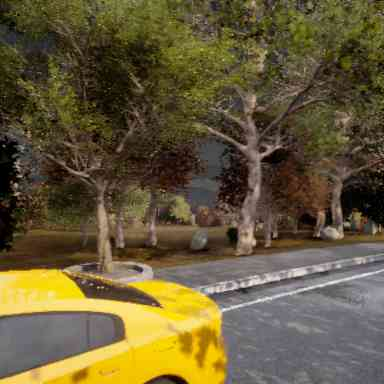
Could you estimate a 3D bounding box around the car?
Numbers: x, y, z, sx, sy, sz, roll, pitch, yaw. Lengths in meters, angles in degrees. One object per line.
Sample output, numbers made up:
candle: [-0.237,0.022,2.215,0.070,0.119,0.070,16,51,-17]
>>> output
car: [-1.986,1.475,2.574,5.008,1.535,1.882,1,0,-35]
